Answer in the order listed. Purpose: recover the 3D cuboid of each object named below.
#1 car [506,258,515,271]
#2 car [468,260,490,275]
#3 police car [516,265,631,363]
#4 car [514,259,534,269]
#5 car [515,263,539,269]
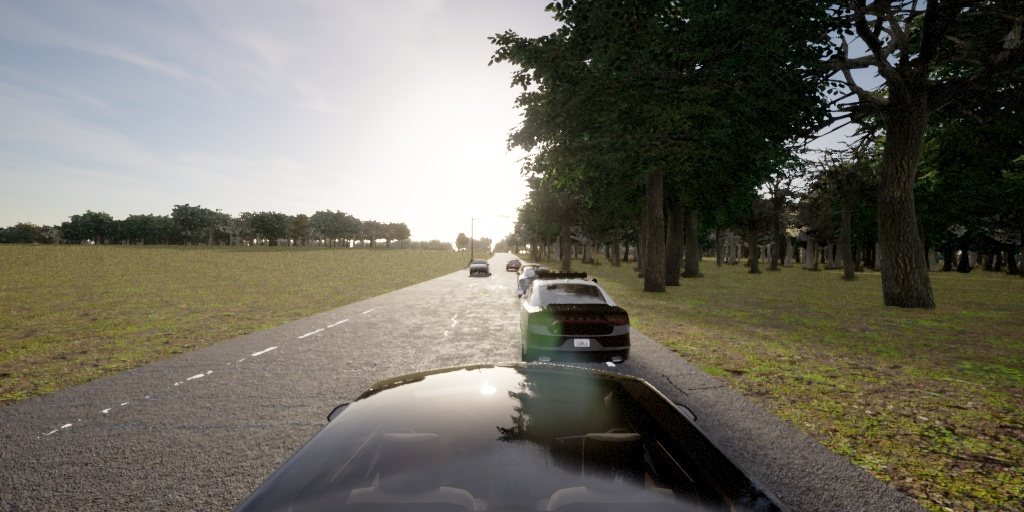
[{"bbox_3d":[0.266,1.147,46.552,1.994,1.385,4.181,0,0,2],"label":"car"},{"bbox_3d":[-3.267,1.144,36.511,1.837,1.490,4.892,0,0,0],"label":"car"},{"bbox_3d":[1.131,1.168,8.260,1.930,1.638,5.238,0,0,1],"label":"police car"},{"bbox_3d":[1.246,1.153,24.349,1.801,1.575,5.366,0,0,0],"label":"car"},{"bbox_3d":[1.210,1.245,18.156,1.812,1.442,4.674,0,0,0],"label":"car"}]
